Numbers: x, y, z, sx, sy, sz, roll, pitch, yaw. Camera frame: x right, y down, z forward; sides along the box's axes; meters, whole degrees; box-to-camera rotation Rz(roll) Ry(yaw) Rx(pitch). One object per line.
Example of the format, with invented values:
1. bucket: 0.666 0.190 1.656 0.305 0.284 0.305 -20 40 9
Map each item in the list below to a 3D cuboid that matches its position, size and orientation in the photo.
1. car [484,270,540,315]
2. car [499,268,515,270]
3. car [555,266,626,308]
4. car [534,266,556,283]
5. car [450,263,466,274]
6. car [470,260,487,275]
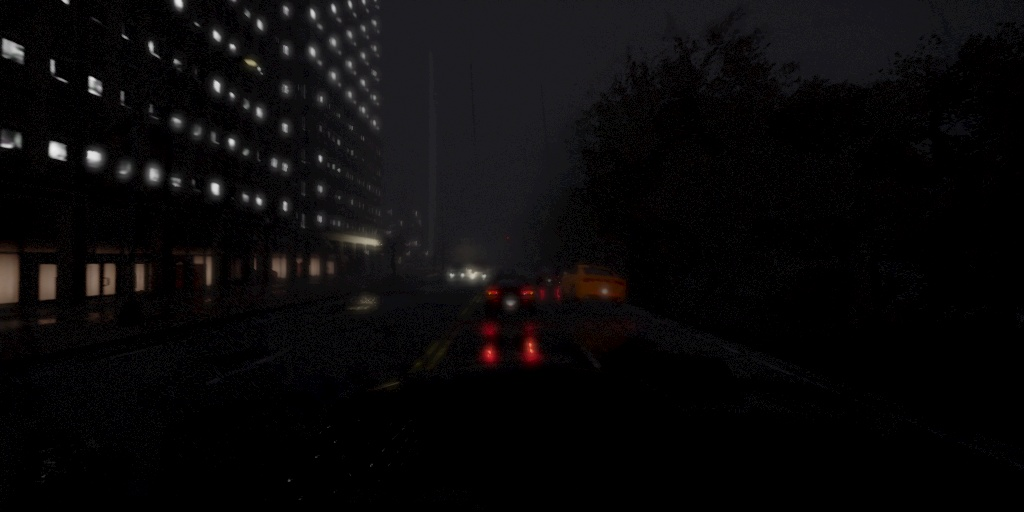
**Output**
1. car: -0.067 1.440 14.322 1.812 1.442 4.674 0 -1 -1
2. car: -0.360 1.627 26.997 2.033 1.411 5.357 0 -1 -1
3. car: 3.265 1.163 15.188 1.882 1.535 5.008 6 -1 -1
4. car: 2.857 1.529 29.891 1.812 1.442 4.674 3 4 -1
5. car: -8.159 1.794 54.347 2.097 1.767 4.553 0 -1 -3
6. car: -4.785 1.635 52.010 2.150 2.045 5.566 0 -1 -3
